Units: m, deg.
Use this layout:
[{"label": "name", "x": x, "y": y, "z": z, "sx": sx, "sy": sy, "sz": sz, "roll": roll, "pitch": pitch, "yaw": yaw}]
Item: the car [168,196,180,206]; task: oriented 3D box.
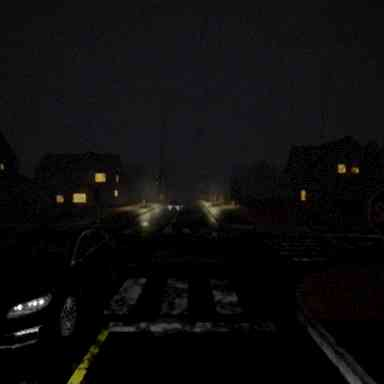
[{"label": "car", "x": -2.805, "y": 1.327, "z": 53.288, "sx": 2.033, "sy": 1.411, "sz": 5.357, "roll": 0, "pitch": 0, "yaw": 0}]

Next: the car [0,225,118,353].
[{"label": "car", "x": -2.754, "y": 1.461, "z": 6.486, "sx": 2.128, "sy": 1.511, "sz": 4.902, "roll": 0, "pitch": 0, "yaw": 0}]
